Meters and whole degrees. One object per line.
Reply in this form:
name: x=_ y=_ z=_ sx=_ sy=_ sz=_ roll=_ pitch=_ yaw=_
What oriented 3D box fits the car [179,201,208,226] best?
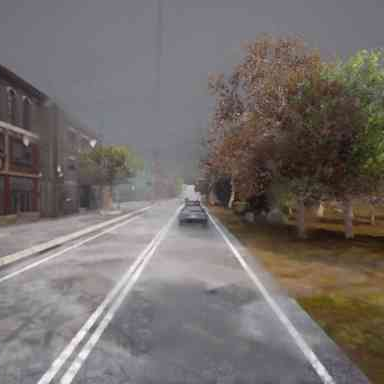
car: x=0.099 y=1.565 z=23.733 sx=1.994 sy=1.385 sz=4.181 roll=0 pitch=0 yaw=0

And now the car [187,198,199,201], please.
car: x=0.097 y=1.494 z=41.550 sx=2.128 sy=1.511 sz=4.902 roll=0 pitch=0 yaw=0
